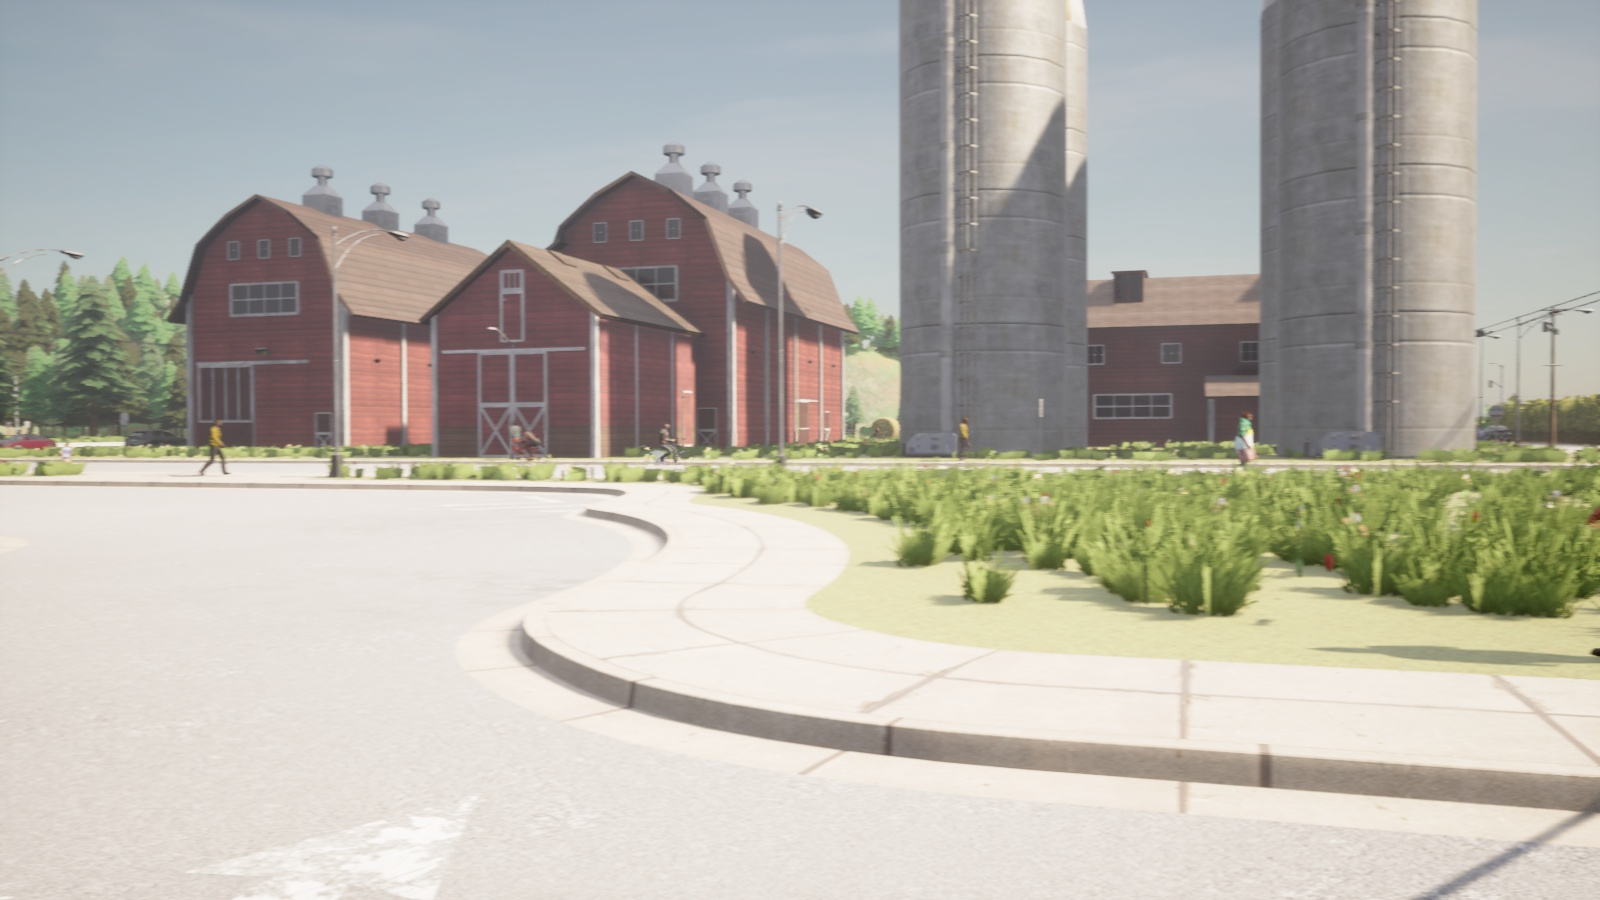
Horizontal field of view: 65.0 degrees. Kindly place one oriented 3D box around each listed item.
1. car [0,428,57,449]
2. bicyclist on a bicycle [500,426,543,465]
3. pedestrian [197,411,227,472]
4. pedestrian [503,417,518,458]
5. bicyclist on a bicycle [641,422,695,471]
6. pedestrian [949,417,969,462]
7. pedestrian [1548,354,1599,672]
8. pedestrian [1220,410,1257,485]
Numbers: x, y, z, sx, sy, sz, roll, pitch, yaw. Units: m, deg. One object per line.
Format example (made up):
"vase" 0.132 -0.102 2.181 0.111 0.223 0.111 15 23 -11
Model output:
"car" -52.468 -0.783 84.312 1.994 1.385 4.181 1 1 18
"bicyclist on a bicycle" -11.520 -0.185 51.979 1.656 1.620 0.582 0 1 16
"pedestrian" -18.046 -0.263 38.555 0.709 1.840 0.431 0 1 -5
"pedestrian" -13.151 -0.579 57.077 0.614 1.847 0.353 1 1 32
"bicyclist on a bicycle" -4.879 -0.146 46.392 1.843 1.776 0.659 0 1 16
"pedestrian" 6.561 -0.420 51.783 0.726 1.835 0.370 1 1 32
"pedestrian" 4.931 0.364 7.468 0.694 1.848 0.540 0 1 17
"pedestrian" 11.512 -0.069 32.980 0.873 1.952 0.659 1 1 21
